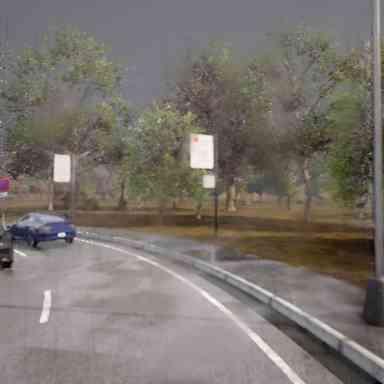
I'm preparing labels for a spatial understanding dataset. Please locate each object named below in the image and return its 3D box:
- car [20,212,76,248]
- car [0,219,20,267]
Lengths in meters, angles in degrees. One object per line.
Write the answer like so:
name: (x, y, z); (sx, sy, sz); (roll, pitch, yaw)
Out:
car: (-7.156, 1.671, 15.687); (4.674, 1.442, 1.812); (-1, -1, 44)
car: (-7.316, 1.634, 11.210); (1.837, 1.490, 4.892); (1, -1, -36)
